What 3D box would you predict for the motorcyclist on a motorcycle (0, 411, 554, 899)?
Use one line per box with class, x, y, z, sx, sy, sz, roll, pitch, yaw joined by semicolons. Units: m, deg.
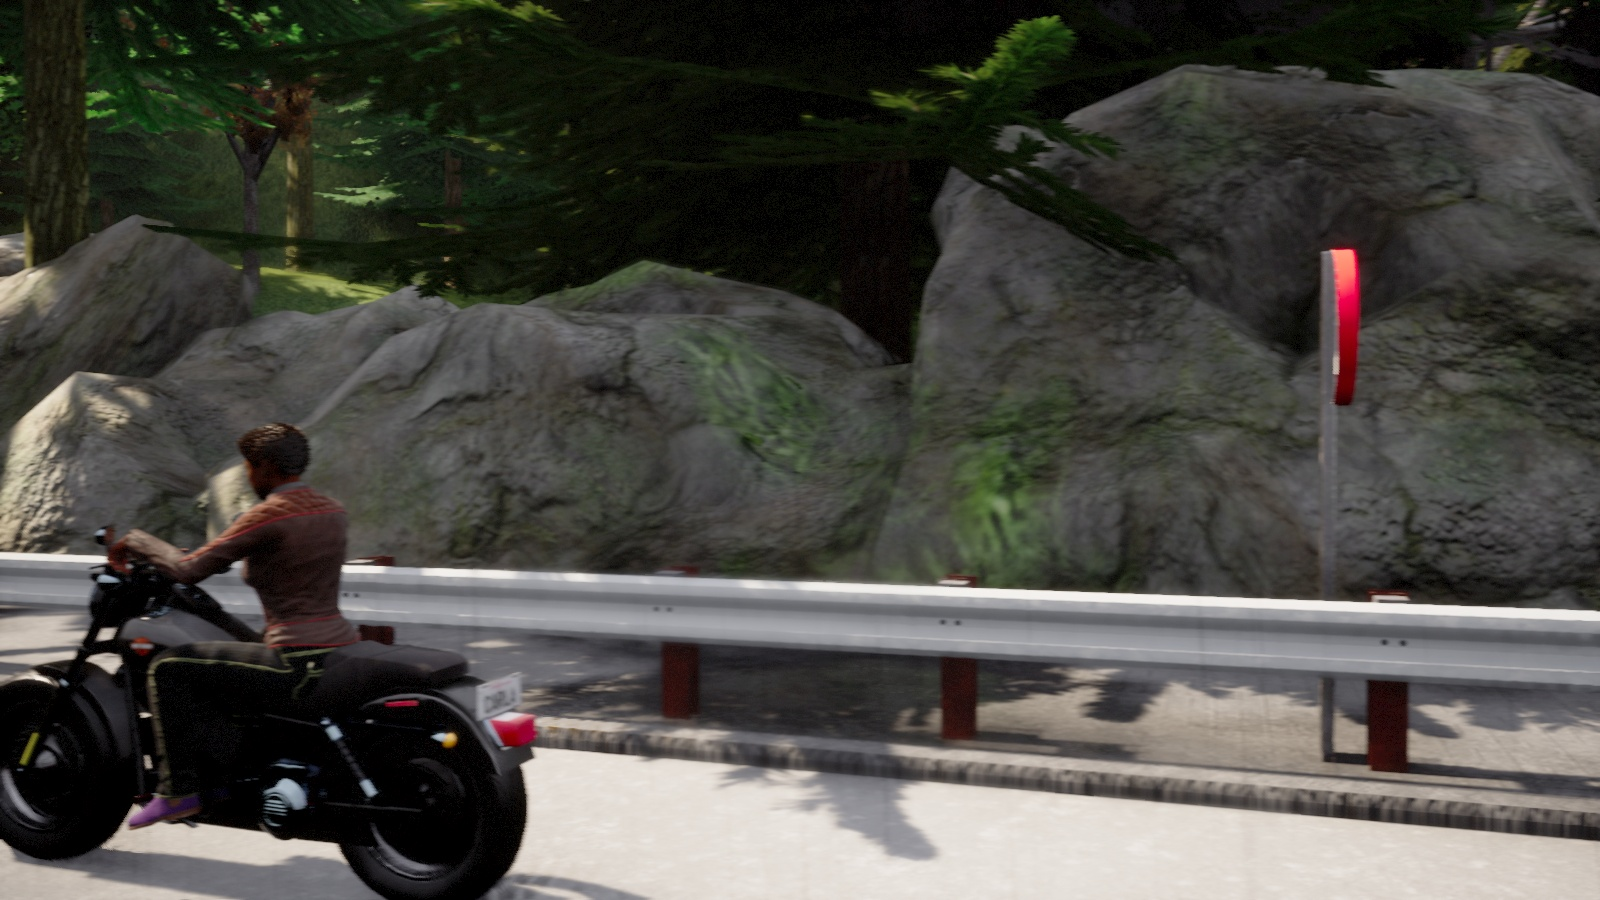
motorcyclist on a motorcycle;-2.102;0.698;4.427;2.350;1.649;0.766;0;1;19
